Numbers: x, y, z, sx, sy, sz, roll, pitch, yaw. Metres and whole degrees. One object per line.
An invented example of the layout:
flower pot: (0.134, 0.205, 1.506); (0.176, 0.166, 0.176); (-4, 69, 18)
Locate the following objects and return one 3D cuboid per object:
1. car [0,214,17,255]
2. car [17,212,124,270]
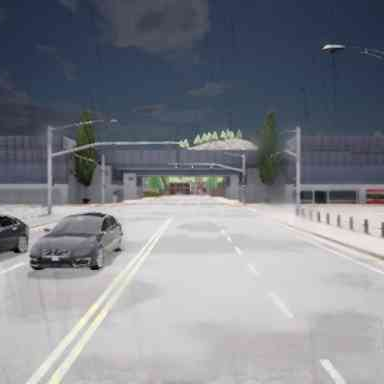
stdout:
car: (-7.009, 1.480, 10.605); (1.837, 1.490, 4.892); (0, 0, 0)
car: (-3.505, 1.479, 10.964); (1.837, 1.490, 4.892); (0, 0, 0)
